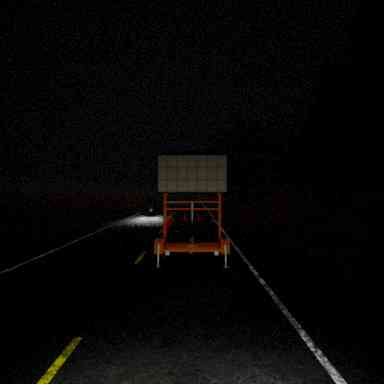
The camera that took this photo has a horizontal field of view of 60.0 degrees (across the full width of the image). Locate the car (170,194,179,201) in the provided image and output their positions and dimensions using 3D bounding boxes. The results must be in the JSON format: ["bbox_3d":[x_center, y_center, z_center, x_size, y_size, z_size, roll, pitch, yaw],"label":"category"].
[{"bbox_3d":[-3.491,1.075,61.527,1.994,1.385,4.181,0,1,0],"label":"car"}]

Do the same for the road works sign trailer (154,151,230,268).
[{"bbox_3d":[0.013,0.444,11.212,2.380,3.560,2.880,0,0,1],"label":"road works sign trailer"}]

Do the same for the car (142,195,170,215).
[{"bbox_3d":[-3.595,1.340,31.676,2.128,1.511,4.902,0,0,0],"label":"car"}]
